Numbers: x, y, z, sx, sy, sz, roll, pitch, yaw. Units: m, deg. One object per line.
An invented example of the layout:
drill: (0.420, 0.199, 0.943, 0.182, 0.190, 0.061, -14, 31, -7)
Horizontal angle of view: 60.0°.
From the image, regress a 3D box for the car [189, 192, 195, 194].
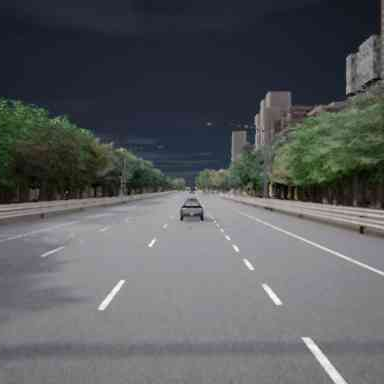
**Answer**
car: (0.008, 1.299, 72.824, 1.882, 1.535, 5.008, 0, 0, 0)

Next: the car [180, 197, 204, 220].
car: (0.001, 1.473, 27.672, 2.128, 1.511, 4.902, 0, 0, 0)

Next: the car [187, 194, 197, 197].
car: (0.005, 1.444, 54.808, 1.837, 1.490, 4.892, 0, 0, 0)
